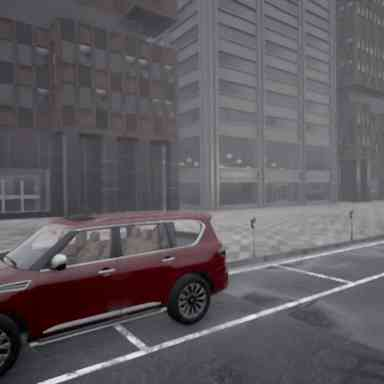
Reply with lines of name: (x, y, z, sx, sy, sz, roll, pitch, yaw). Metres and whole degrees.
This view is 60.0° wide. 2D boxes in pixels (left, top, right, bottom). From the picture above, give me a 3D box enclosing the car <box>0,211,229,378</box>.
car: (-1.639, 1.296, 5.485, 5.009, 1.841, 2.192, -1, 0, -36)
